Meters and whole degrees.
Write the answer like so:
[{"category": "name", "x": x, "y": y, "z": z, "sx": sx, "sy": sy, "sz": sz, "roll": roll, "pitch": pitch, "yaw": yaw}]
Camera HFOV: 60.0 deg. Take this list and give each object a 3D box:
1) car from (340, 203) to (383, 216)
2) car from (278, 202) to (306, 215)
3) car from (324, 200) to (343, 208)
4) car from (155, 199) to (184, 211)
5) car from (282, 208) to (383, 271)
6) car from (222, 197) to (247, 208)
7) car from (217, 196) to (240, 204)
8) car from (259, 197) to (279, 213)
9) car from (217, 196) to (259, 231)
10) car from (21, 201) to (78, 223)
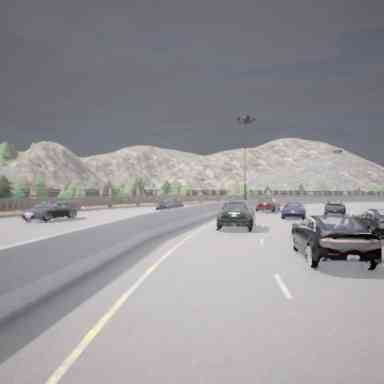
[{"category": "car", "x": 8.832, "y": 1.517, "z": 15.611, "sx": 2.128, "sy": 1.511, "sz": 4.902, "roll": 0, "pitch": 0, "yaw": 11}, {"category": "car", "x": 8.977, "y": 1.580, "z": 29.214, "sx": 1.994, "sy": 1.385, "sz": 4.181, "roll": 0, "pitch": 0, "yaw": 20}, {"category": "car", "x": 14.204, "y": 1.527, "z": 33.013, "sx": 2.128, "sy": 1.511, "sz": 4.902, "roll": 0, "pitch": 0, "yaw": 23}, {"category": "car", "x": -2.568, "y": 1.523, "z": 38.655, "sx": 1.994, "sy": 1.385, "sz": 4.181, "roll": 0, "pitch": 0, "yaw": 23}, {"category": "car", "x": 4.536, "y": 1.502, "z": 11.103, "sx": 2.128, "sy": 1.511, "sz": 4.902, "roll": 0, "pitch": 0, "yaw": 7}, {"category": "car", "x": 6.354, "y": 1.495, "z": 49.008, "sx": 1.837, "sy": 1.490, "sz": 4.892, "roll": 0, "pitch": 0, "yaw": 30}, {"category": "car", "x": 6.865, "y": 1.471, "z": 62.646, "sx": 2.128, "sy": 1.511, "sz": 4.902, "roll": 0, "pitch": 0, "yaw": 35}, {"category": "car", "x": 8.747, "y": 1.360, "z": 37.927, "sx": 2.097, "sy": 1.767, "sz": 4.553, "roll": 0, "pitch": 0, "yaw": 24}, {"category": "car", "x": 2.879, "y": 1.348, "z": 20.974, "sx": 2.097, "sy": 1.767, "sz": 4.553, "roll": 0, "pitch": 0, "yaw": 13}, {"category": "car", "x": -10.678, "y": 1.426, "z": 25.253, "sx": 2.128, "sy": 1.511, "sz": 4.902, "roll": 0, "pitch": 0, "yaw": 15}]
